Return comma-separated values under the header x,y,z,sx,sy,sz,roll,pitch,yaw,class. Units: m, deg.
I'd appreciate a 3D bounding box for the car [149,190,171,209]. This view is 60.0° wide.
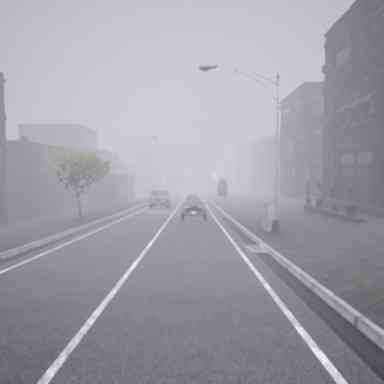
x,y,z,sx,sy,sz,roll,pitch,yaw,class
-3.530,0.784,37.572,2.150,2.045,5.566,0,1,0,car

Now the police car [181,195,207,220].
x,y,z,sx,sy,sz,roll,pitch,yaw,class
0.134,1.276,26.160,2.038,1.542,4.974,0,1,0,police car

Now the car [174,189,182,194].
x,y,z,sx,sy,sz,roll,pitch,yaw,class
-3.329,-0.093,79.456,1.882,1.535,5.008,0,1,0,car

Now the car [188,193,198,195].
x,y,z,sx,sy,sz,roll,pitch,yaw,class
0.120,0.867,46.922,2.163,1.488,4.792,0,1,1,car
